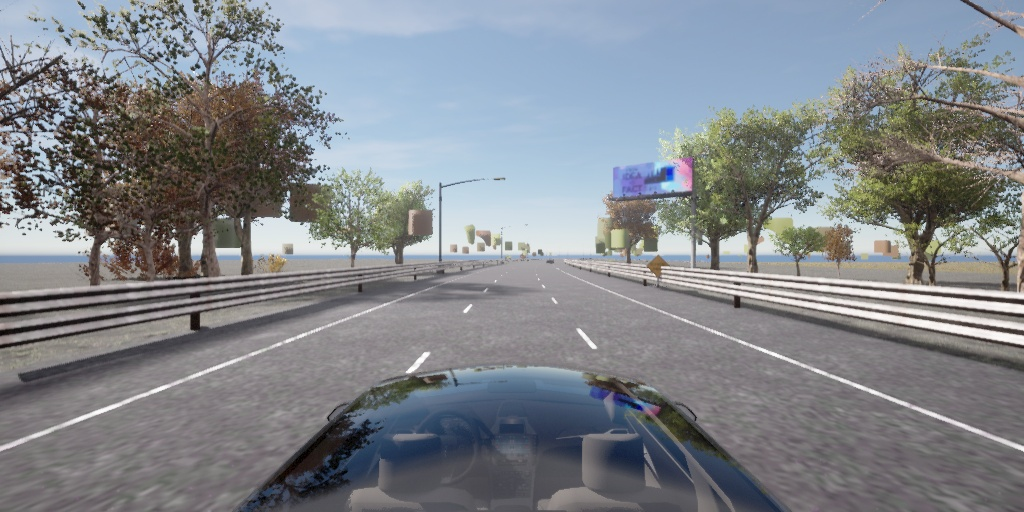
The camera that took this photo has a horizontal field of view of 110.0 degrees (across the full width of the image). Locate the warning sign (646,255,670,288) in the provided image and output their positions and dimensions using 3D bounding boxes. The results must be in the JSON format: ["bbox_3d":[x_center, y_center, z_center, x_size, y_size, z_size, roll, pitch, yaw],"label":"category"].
[{"bbox_3d":[8.279,0.855,20.356,1.300,1.860,1.060,0,0,1],"label":"warning sign"}]
